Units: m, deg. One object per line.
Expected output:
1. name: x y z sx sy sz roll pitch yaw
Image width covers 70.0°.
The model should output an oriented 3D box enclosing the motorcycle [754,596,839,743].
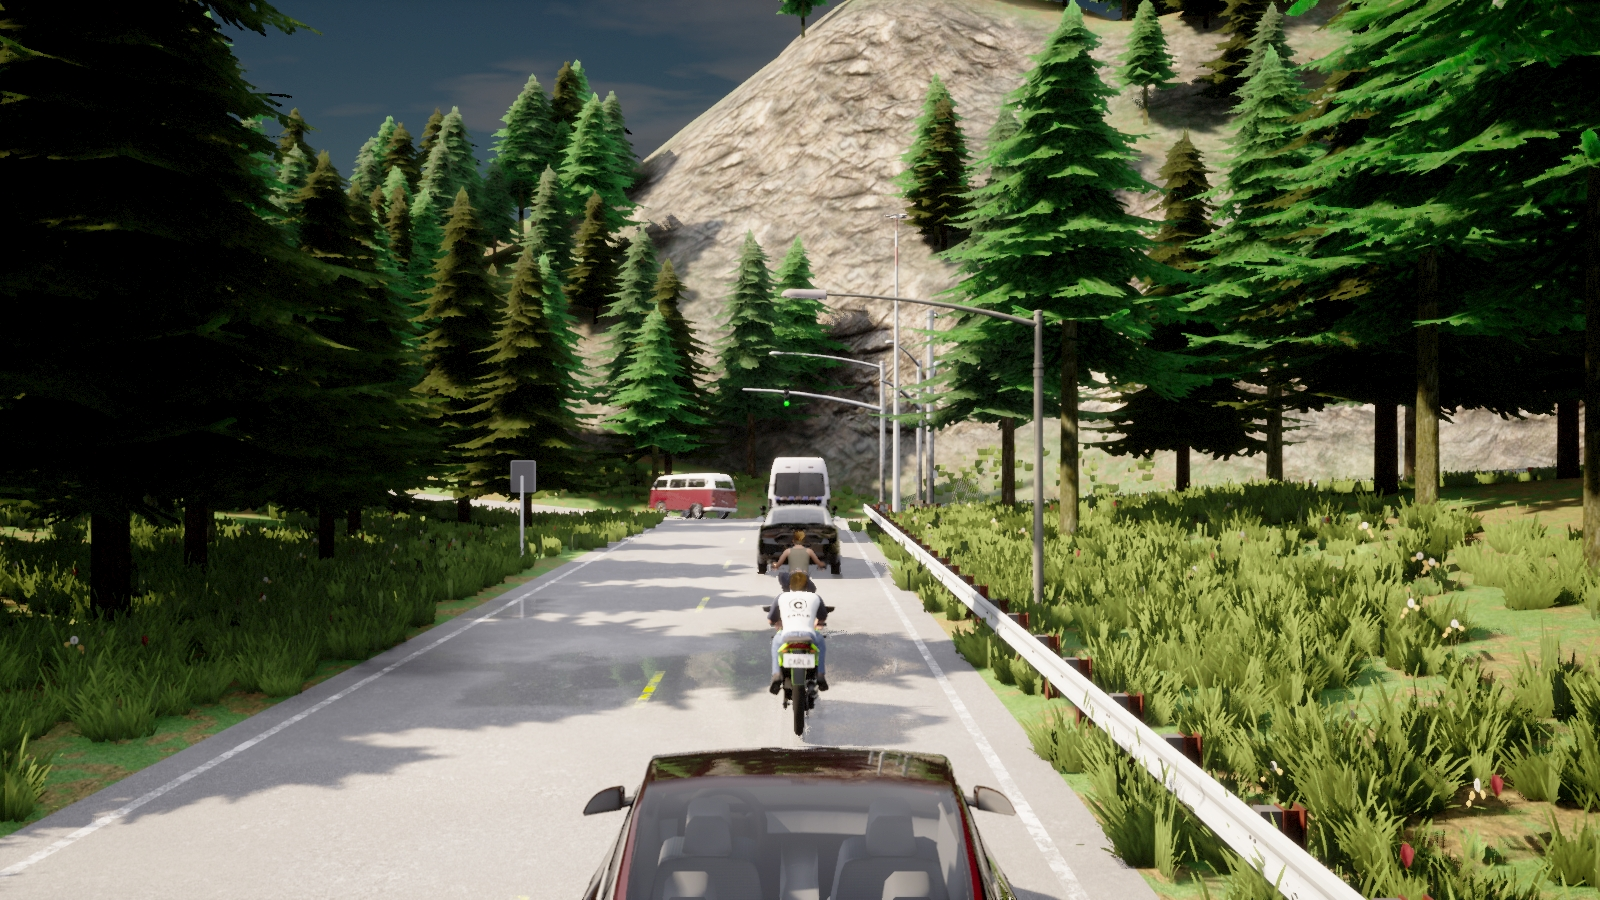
1. motorcycle: -0.033 2.212 11.859 0.803 1.145 2.033 0 0 0

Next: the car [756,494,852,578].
1. car: 0.080 1.982 27.548 2.097 1.638 5.238 0 0 0

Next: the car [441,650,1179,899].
1. car: 0.027 2.063 5.125 2.163 1.488 4.792 0 0 0

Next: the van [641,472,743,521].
1. van: -4.931 2.115 51.867 4.480 2.038 2.069 -2 -6 43

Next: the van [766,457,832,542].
1. van: -0.082 1.534 37.902 1.988 2.561 5.915 0 0 -1
